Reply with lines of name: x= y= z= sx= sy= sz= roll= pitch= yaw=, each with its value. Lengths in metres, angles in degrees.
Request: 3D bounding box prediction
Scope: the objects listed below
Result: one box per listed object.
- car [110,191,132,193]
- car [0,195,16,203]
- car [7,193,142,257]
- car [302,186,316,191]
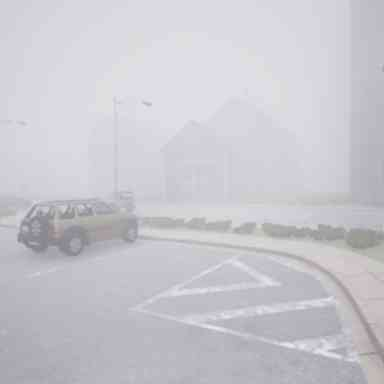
car: x=-6.573 y=0.868 z=28.771 sx=1.905 sy=1.878 sz=3.866 roll=0 pitch=1 yaw=29
car: x=-18.703 y=1.040 z=34.684 sx=1.816 sy=1.474 sz=4.193 roll=0 pitch=1 yaw=29
car: x=-3.908 y=1.126 z=12.268 sx=1.932 sy=1.855 sz=4.605 roll=0 pitch=1 yaw=29
car: x=28.503 y=-0.442 z=81.252 sx=3.866 sy=1.878 sz=1.905 roll=1 pitch=-5 yaw=-14
